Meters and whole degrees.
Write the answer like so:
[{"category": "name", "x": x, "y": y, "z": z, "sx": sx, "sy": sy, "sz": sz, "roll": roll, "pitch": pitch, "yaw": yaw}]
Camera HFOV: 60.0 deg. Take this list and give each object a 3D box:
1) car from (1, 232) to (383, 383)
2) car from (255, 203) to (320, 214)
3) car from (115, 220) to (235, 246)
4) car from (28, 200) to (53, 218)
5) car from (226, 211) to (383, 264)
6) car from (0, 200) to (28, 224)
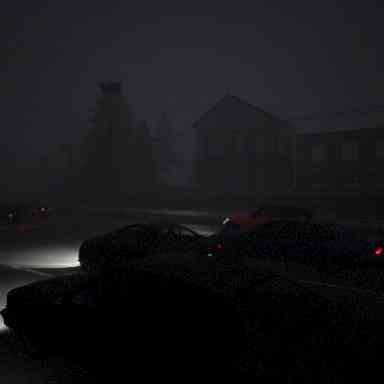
[{"category": "car", "x": -0.248, "y": 1.528, "z": 4.169, "sx": 5.357, "sy": 1.411, "sz": 2.033, "roll": 1, "pitch": 0, "yaw": 35}, {"category": "car", "x": 3.505, "y": 1.310, "z": 14.391, "sx": 4.553, "sy": 1.767, "sz": 2.097, "roll": 1, "pitch": 0, "yaw": 36}, {"category": "car", "x": -1.227, "y": 1.516, "z": 9.167, "sx": 4.181, "sy": 1.385, "sz": 1.994, "roll": 1, "pitch": 0, "yaw": 36}, {"category": "car", "x": -13.182, "y": 1.347, "z": 26.297, "sx": 5.357, "sy": 1.411, "sz": 2.033, "roll": 1, "pitch": 0, "yaw": 36}, {"category": "car", "x": 3.109, "y": 1.521, "z": 10.373, "sx": 5.357, "sy": 1.411, "sz": 2.033, "roll": 1, "pitch": 0, "yaw": 36}, {"category": "car", "x": -13.263, "y": 1.296, "z": 22.054, "sx": 5.008, "sy": 1.535, "sz": 1.882, "roll": 1, "pitch": 0, "yaw": 36}]
